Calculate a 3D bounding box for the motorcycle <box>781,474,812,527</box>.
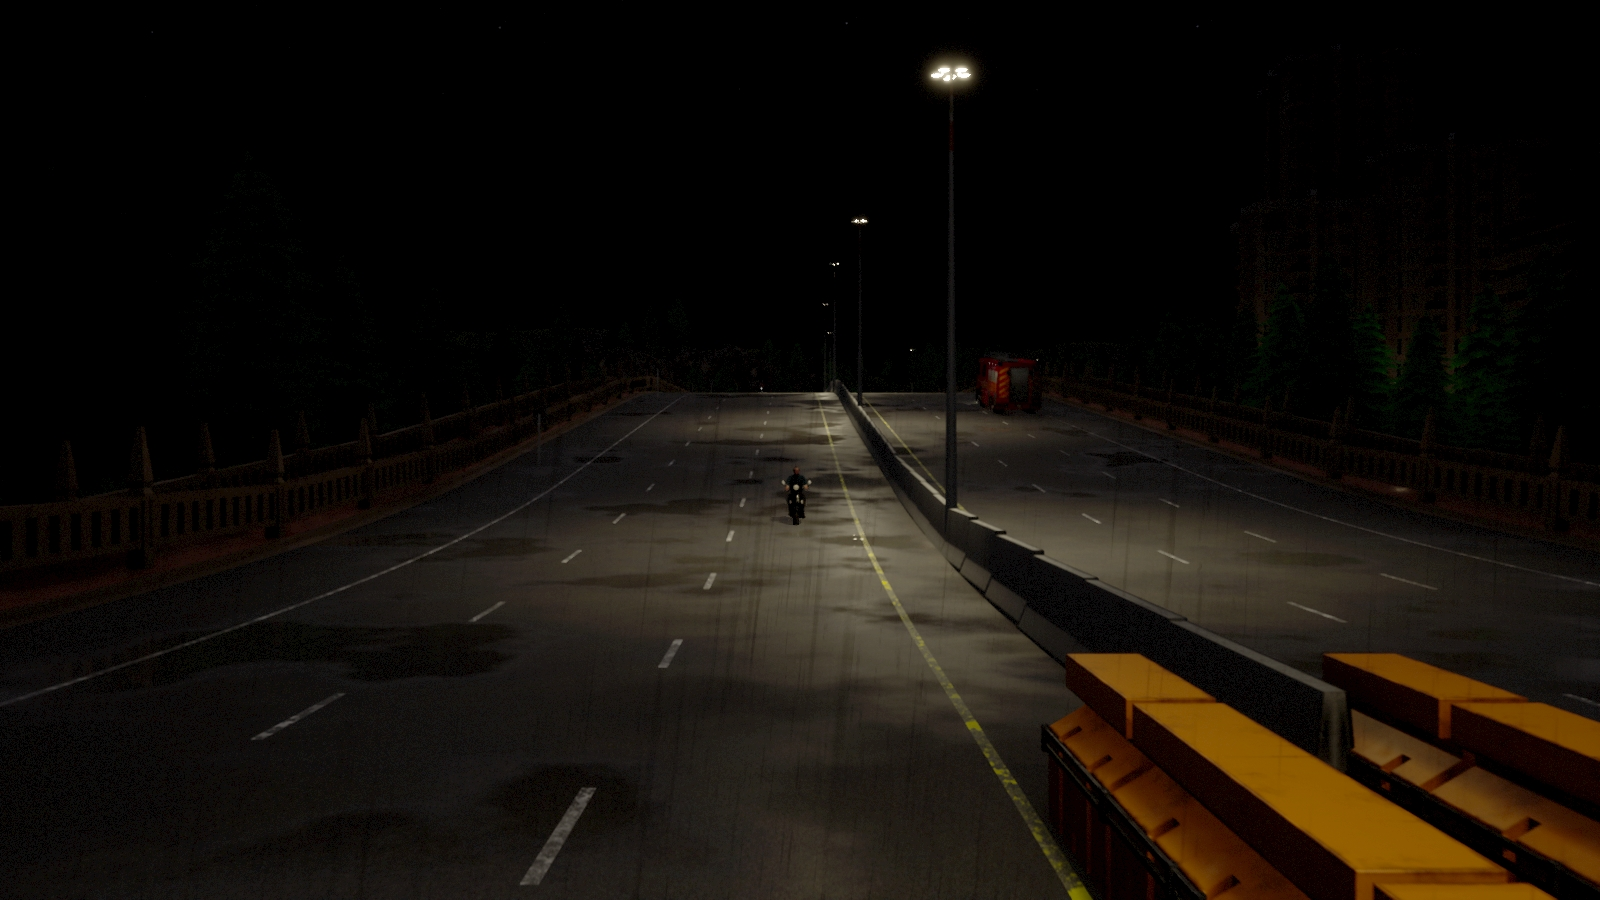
[{"bbox_3d":[-0.102,1.437,32.924,0.856,1.316,1.805,0,4,0],"label":"motorcycle"}]
